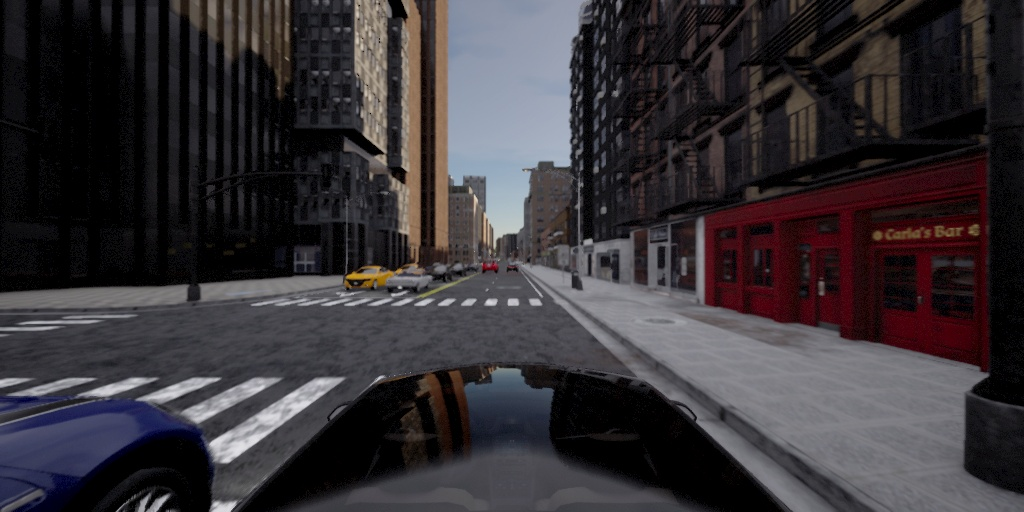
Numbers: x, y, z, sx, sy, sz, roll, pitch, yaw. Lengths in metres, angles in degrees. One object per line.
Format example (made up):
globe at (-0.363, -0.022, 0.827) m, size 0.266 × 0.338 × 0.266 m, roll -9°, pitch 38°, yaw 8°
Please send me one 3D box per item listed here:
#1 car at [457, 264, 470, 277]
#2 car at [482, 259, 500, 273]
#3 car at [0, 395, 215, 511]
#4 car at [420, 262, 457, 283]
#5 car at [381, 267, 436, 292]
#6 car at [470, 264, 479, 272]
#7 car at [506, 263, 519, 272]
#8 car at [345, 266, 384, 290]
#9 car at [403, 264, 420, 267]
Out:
car at (-6.611, 1.671, 43.130) m, size 1.882 × 1.535 × 5.008 m, roll 0°, pitch -1°, yaw 0°
car at (-3.274, 1.531, 54.009) m, size 2.150 × 2.045 × 5.566 m, roll 0°, pitch -1°, yaw 0°
car at (-3.148, 1.090, 0.635) m, size 2.097 × 1.767 × 4.553 m, roll 0°, pitch -1°, yaw 0°
car at (-6.614, 1.560, 32.771) m, size 1.882 × 1.535 × 5.008 m, roll 0°, pitch -1°, yaw 0°
car at (-6.609, 1.582, 23.369) m, size 1.895 × 1.301 × 4.718 m, roll 0°, pitch -1°, yaw 0°
car at (-6.527, 1.970, 58.946) m, size 1.895 × 1.301 × 4.718 m, roll 0°, pitch -1°, yaw 0°
car at (0.073, 1.854, 57.781) m, size 1.837 × 1.490 × 4.892 m, roll 0°, pitch -1°, yaw 0°
car at (-9.857, 1.478, 25.125) m, size 1.882 × 1.535 × 5.008 m, roll 0°, pitch -1°, yaw 0°
car at (-9.865, 1.585, 35.117) m, size 1.882 × 1.535 × 5.008 m, roll 0°, pitch -1°, yaw 0°
